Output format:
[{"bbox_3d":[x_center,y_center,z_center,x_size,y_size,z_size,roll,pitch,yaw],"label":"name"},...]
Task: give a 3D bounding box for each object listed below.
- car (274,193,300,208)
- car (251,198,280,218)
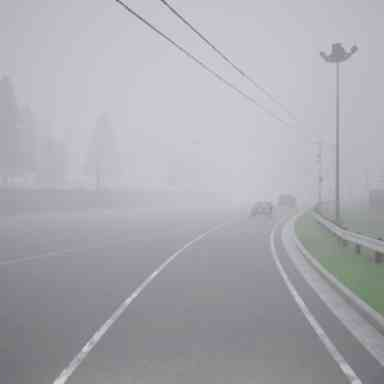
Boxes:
[{"bbox_3d":[14.340,1.298,50.012,2.150,2.045,5.566,0,0,25],"label":"car"},{"bbox_3d":[6.731,1.586,31.228,2.033,1.411,5.357,0,0,19],"label":"car"}]
